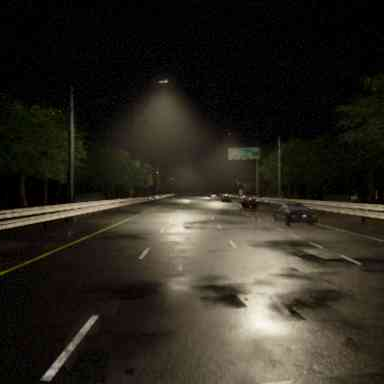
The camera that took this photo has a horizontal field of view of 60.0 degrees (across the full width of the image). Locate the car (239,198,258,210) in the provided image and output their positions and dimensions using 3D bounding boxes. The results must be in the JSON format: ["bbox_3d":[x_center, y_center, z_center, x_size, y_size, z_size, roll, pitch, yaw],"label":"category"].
[{"bbox_3d":[7.097,1.490,42.306,2.128,1.511,4.902,0,0,0],"label":"car"}]

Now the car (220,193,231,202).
[{"bbox_3d":[7.269,1.521,71.875,1.994,1.385,4.181,0,0,0],"label":"car"}]

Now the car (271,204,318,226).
[{"bbox_3d":[7.030,1.550,23.280,2.033,1.411,5.357,0,0,0],"label":"car"}]
